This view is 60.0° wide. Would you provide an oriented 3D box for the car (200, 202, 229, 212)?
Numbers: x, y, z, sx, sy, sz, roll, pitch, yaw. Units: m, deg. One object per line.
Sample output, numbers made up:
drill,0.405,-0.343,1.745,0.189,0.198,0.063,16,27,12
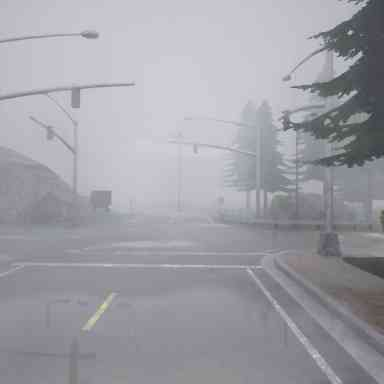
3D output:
car,3.470,2.318,50.866,4.674,1.442,1.812,1,-2,-33
